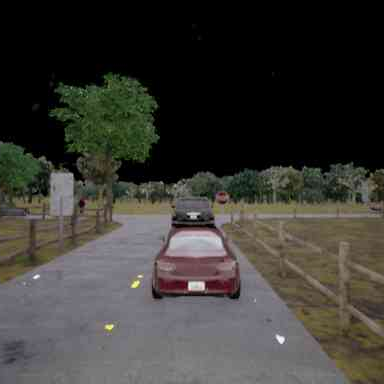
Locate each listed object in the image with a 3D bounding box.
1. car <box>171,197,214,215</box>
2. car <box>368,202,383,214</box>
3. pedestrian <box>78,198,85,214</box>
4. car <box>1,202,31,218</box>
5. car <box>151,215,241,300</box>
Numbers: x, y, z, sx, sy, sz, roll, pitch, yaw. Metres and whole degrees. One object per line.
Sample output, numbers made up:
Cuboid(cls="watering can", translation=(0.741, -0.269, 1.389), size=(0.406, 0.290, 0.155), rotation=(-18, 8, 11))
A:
Cuboid(cls="car", translation=(0.014, 1.270, 18.278), size=(2.150, 2.045, 5.566), rotation=(0, 0, -1))
Cuboid(cls="car", translation=(20.325, 1.393, 33.488), size=(4.553, 1.767, 2.097), rotation=(0, -2, 2))
Cuboid(cls="pedestrian", translation=(-12.160, 1.514, 36.620), size=(0.375, 1.860, 0.375), rotation=(0, -2, 0))
Cuboid(cls="car", translation=(-17.210, 1.647, 30.632), size=(4.181, 1.385, 1.994), rotation=(0, -2, 0))
Cuboid(cls="car", translation=(0.085, 1.535, 8.302), size=(1.812, 1.442, 4.674), rotation=(0, 0, 0))
